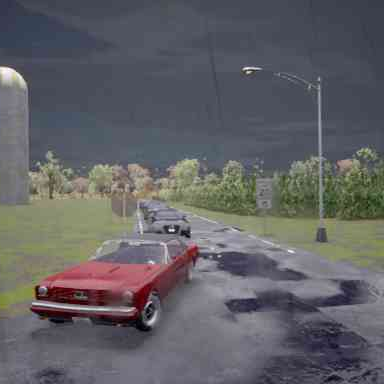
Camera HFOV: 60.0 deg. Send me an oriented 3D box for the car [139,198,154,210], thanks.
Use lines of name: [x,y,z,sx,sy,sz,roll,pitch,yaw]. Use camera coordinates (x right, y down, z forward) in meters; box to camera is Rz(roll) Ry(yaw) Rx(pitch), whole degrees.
car: [-6.608,1.697,48.173,1.882,1.535,5.008,-1,0,-10]

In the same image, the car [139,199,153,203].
car: [-4.357,1.711,35.730,2.033,1.411,5.357,-1,0,-10]

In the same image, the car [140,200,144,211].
car: [-3.332,1.701,29.862,1.994,1.385,4.181,-1,0,-10]

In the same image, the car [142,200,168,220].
car: [-2.235,1.601,23.438,2.128,1.511,4.902,-1,0,-10]

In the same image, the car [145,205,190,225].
car: [-1.294,1.649,17.789,1.994,1.385,4.181,-1,0,-10]

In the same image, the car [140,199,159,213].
car: [-5.496,1.683,42.085,2.128,1.511,4.902,-1,0,-10]

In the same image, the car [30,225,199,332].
car: [-1.192,1.654,7.193,1.895,1.301,4.718,-1,0,13]
